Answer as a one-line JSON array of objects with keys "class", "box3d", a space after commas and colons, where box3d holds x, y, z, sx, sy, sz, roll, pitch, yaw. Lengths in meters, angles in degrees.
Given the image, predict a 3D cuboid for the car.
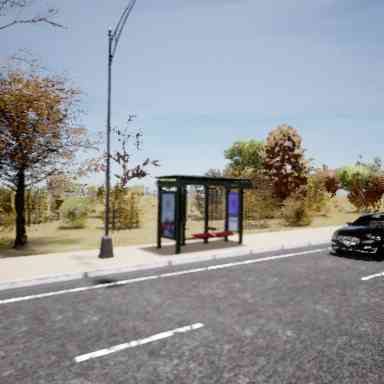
[{"class": "car", "box3d": [7.299, 1.538, 12.687, 4.892, 1.490, 1.837, 0, 0, -34]}]
